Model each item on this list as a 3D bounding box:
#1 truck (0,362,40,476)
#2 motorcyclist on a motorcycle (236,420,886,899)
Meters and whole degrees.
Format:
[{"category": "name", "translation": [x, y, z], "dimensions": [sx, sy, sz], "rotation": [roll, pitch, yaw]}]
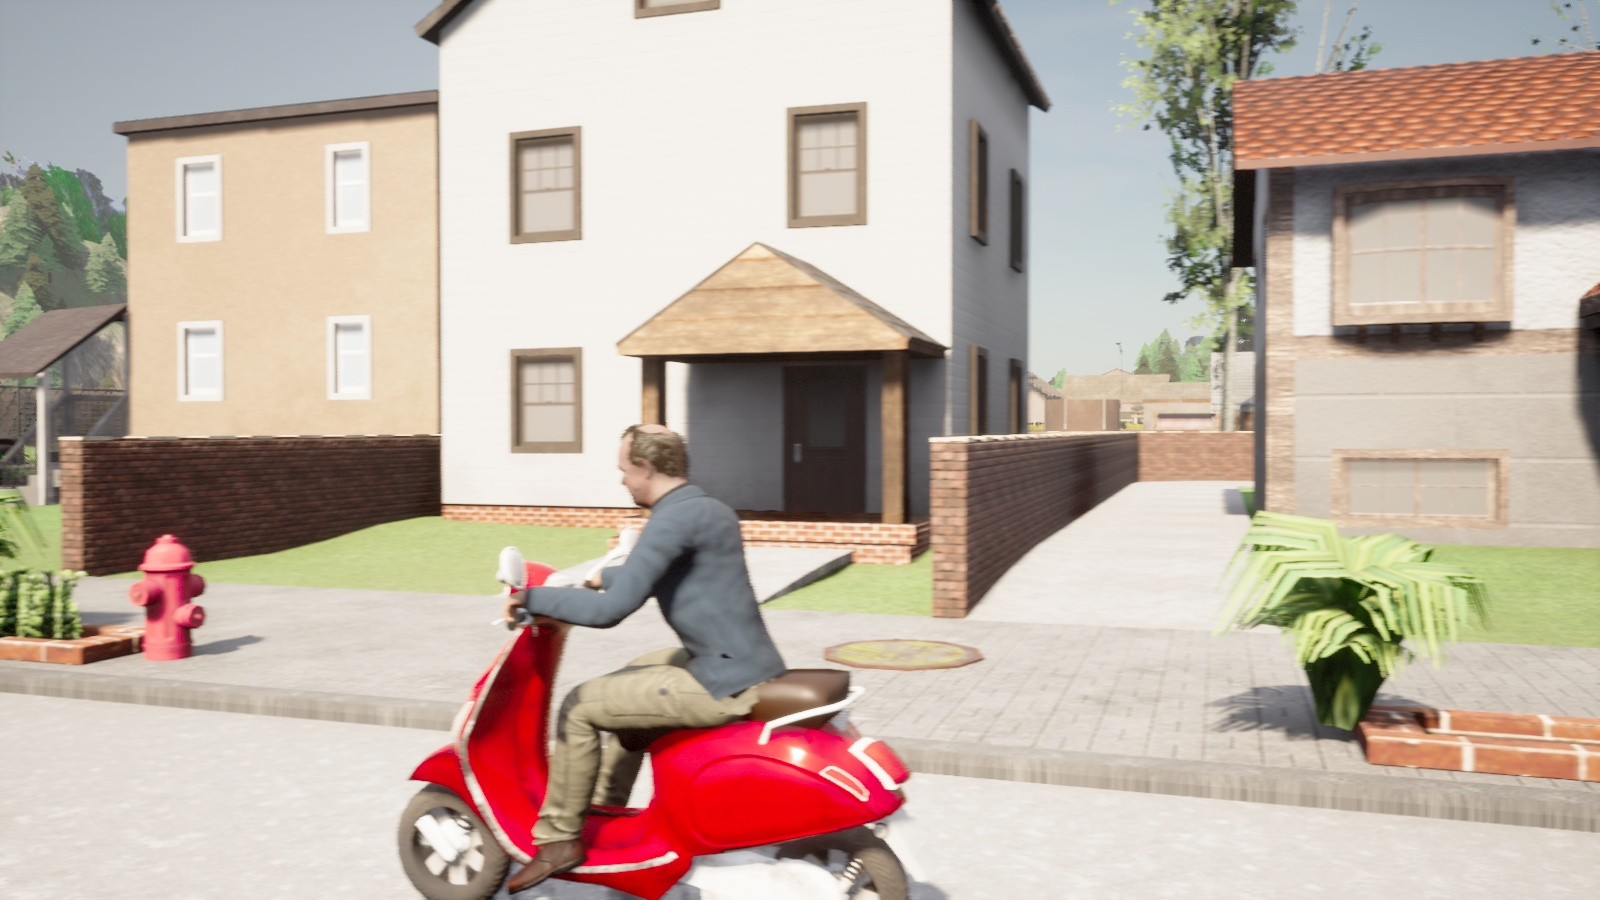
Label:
[{"category": "truck", "translation": [-26.601, -0.931, 36.267], "dimensions": [2.891, 3.462, 7.936], "rotation": [1, 1, 19]}, {"category": "motorcyclist on a motorcycle", "translation": [-0.724, 0.707, 3.962], "dimensions": [1.817, 1.590, 0.866], "rotation": [1, 1, 19]}]
